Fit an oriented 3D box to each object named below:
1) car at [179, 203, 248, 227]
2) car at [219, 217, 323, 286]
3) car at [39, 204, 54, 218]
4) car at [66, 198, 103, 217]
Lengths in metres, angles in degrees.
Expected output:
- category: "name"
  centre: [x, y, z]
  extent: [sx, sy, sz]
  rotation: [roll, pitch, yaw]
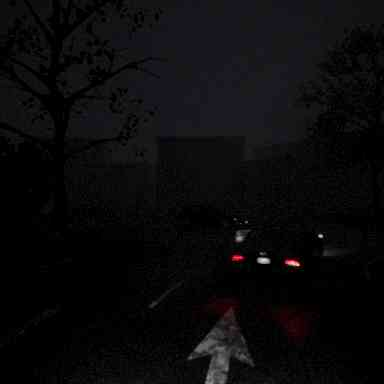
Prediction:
- category: "car"
  centre: [1.384, 1.519, 21.574]
  extent: [4.892, 1.490, 1.837]
  rotation: [2, 1, 37]
- category: "car"
  centre: [2.621, 1.556, 9.560]
  extent: [2.033, 1.411, 5.357]
  rotation: [0, 0, 25]
- category: "car"
  centre: [-13.435, 1.657, 33.075]
  extent: [2.097, 1.535, 5.008]
  rotation: [-1, 0, 0]
- category: "car"
  centre: [-10.401, 1.485, 33.049]
  extent: [2.185, 1.767, 4.553]
  rotation: [-1, 0, 0]
